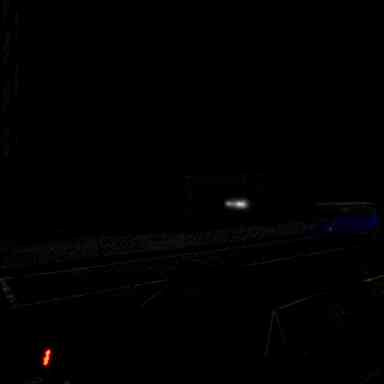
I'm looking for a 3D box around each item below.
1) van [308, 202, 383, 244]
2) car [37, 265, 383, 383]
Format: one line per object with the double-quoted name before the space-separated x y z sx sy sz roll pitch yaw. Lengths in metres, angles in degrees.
"van" 7.074 1.342 15.444 3.998 1.788 1.690 0 0 -36
"car" 0.882 1.600 3.944 4.718 1.301 1.895 0 0 -35
